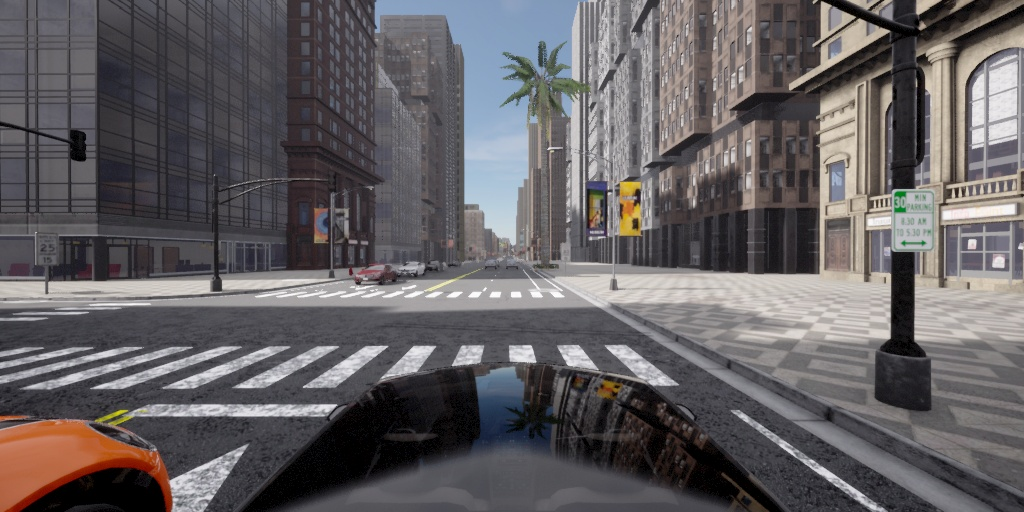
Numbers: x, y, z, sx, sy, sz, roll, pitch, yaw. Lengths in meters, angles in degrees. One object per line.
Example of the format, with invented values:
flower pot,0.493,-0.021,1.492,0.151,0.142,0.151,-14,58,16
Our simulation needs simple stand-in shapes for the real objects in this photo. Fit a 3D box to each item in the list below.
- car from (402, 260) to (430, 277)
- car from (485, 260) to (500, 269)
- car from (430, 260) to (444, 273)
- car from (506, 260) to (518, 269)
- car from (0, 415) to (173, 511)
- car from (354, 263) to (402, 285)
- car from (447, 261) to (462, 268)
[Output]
car,-9.841,1.286,35.308,1.812,1.442,4.674,0,0,0
car,-3.239,1.335,55.777,2.033,1.411,5.357,0,0,0
car,-9.839,1.273,45.221,1.837,1.490,4.892,0,0,0
car,0.011,1.335,55.777,2.033,1.411,5.357,0,0,0
car,-3.150,1.102,0.298,2.097,1.767,4.553,0,0,0
car,-9.847,1.281,26.317,1.812,1.442,4.674,0,0,-1
car,-9.737,1.465,60.755,1.895,1.301,4.718,0,0,0
